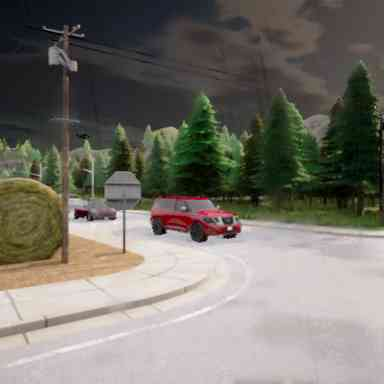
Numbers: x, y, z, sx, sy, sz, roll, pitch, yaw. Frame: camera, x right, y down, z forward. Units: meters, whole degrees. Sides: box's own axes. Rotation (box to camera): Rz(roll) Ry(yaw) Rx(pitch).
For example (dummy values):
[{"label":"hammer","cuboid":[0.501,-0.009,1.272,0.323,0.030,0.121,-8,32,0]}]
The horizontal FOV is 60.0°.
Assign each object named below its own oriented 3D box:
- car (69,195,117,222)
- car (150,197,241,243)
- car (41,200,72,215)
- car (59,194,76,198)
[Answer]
[{"label":"car","cuboid":[-7.839,1.392,26.769,2.097,1.767,4.553,0,0,-38]},{"label":"car","cuboid":[-0.037,1.263,16.894,2.150,2.045,5.566,0,0,-38]},{"label":"car","cuboid":[-14.297,1.604,34.957,1.994,1.385,4.181,0,0,-38]},{"label":"car","cuboid":[-16.654,1.264,43.797,2.150,2.045,5.566,0,0,-38]}]
